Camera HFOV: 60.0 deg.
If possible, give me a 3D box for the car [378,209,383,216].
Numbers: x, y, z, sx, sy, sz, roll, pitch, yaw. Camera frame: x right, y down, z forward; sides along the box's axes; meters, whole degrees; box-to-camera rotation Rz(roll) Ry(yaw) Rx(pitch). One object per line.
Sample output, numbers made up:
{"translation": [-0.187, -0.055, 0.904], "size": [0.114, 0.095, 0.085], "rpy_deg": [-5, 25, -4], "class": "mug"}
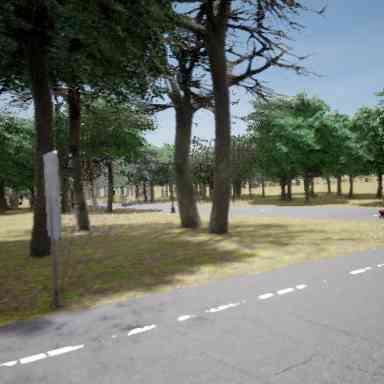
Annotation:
{"translation": [21.714, 2.003, 33.722], "size": [1.895, 1.301, 4.718], "rpy_deg": [-4, 1, -36], "class": "car"}
